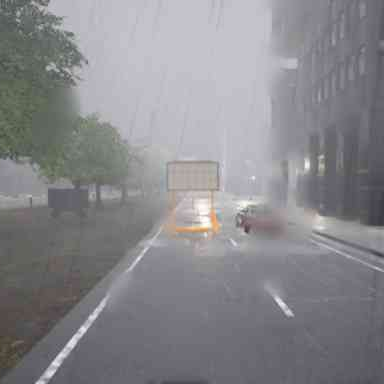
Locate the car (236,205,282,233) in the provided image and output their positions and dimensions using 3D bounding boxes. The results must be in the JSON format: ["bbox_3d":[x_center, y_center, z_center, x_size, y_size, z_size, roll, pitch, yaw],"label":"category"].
[{"bbox_3d":[3.625,1.430,18.583,1.994,1.385,4.181,0,0,0],"label":"car"}]

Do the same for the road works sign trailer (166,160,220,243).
[{"bbox_3d":[0.041,0.349,15.362,2.380,3.560,2.880,0,0,0],"label":"road works sign trailer"}]
